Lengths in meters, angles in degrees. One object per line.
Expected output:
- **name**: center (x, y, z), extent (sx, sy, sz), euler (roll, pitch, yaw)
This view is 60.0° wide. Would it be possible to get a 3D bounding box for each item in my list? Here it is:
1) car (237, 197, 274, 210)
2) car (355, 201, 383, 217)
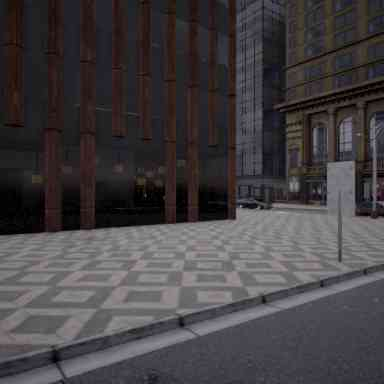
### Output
- **car**: center (7.495, 1.416, 39.605), extent (1.837, 1.490, 4.892), euler (0, 1, -35)
- **car**: center (15.678, 1.499, 28.106), extent (2.033, 1.411, 5.357), euler (0, 0, -35)
